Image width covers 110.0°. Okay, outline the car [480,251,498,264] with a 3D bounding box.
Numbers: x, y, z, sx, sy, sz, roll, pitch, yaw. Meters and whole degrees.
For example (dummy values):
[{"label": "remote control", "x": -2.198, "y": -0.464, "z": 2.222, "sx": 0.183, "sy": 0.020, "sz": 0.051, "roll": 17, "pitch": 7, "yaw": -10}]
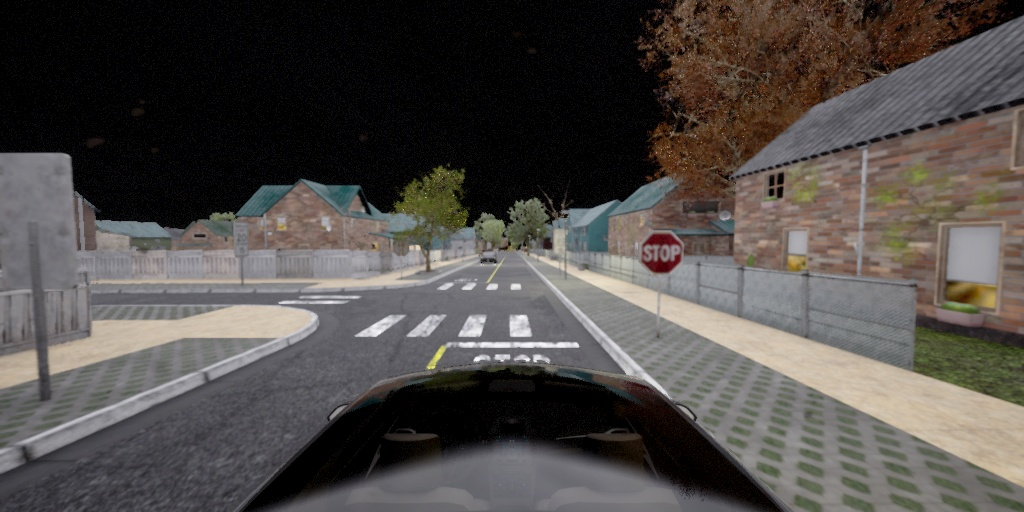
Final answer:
[{"label": "car", "x": -2.749, "y": 0.153, "z": 43.062, "sx": 1.882, "sy": 1.535, "sz": 5.008, "roll": 0, "pitch": 2, "yaw": 0}]
